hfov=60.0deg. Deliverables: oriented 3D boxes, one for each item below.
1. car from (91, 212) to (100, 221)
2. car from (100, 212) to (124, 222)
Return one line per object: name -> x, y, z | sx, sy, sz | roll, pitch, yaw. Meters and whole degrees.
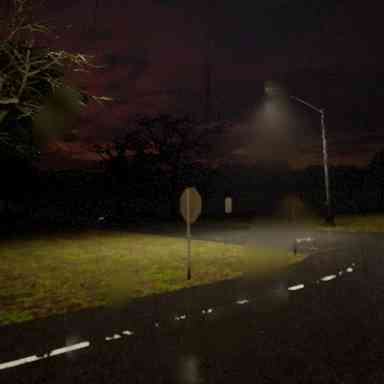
car -> -16.971, 4.464, 60.824 | 2.128, 1.511, 4.902 | -2, -1, -35
car -> -12.961, 4.231, 55.053 | 2.033, 1.411, 5.357 | -2, -2, -34
